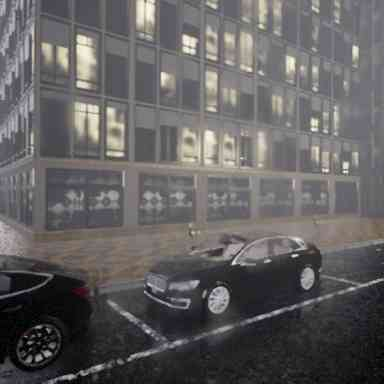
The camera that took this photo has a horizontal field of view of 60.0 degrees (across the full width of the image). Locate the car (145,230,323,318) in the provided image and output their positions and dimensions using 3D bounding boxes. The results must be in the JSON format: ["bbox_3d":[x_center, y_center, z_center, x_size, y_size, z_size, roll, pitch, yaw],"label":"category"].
[{"bbox_3d":[1.098,1.560,7.336,4.403,1.369,2.008,0,0,-35],"label":"car"}]

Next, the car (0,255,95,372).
[{"bbox_3d":[-3.412,1.565,4.121,4.313,1.339,1.947,0,0,-35],"label":"car"}]
